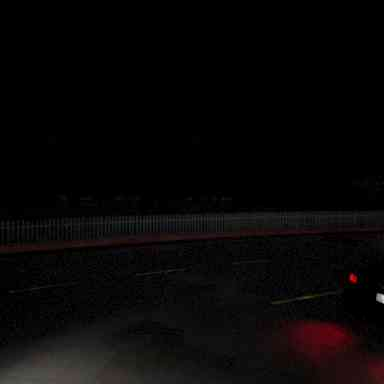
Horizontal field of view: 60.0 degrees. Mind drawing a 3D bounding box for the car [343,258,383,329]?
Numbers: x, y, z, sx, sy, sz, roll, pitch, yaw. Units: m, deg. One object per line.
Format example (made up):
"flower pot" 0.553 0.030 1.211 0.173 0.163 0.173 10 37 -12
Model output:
"car" 4.706 1.561 5.724 4.181 1.385 1.994 0 0 -24
